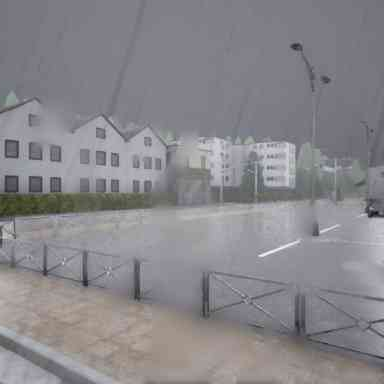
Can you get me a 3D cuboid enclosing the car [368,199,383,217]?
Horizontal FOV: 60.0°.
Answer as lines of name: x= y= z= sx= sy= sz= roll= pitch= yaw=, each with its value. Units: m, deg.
car: x=15.454 y=1.298 z=26.789 sx=2.007 sy=1.523 sz=4.514 roll=0 pitch=0 yaw=35
